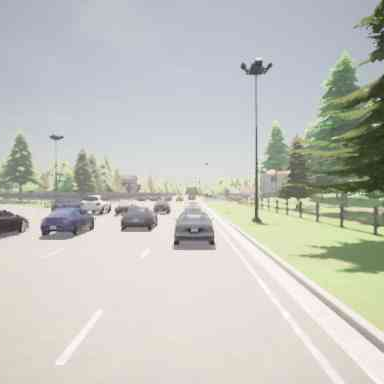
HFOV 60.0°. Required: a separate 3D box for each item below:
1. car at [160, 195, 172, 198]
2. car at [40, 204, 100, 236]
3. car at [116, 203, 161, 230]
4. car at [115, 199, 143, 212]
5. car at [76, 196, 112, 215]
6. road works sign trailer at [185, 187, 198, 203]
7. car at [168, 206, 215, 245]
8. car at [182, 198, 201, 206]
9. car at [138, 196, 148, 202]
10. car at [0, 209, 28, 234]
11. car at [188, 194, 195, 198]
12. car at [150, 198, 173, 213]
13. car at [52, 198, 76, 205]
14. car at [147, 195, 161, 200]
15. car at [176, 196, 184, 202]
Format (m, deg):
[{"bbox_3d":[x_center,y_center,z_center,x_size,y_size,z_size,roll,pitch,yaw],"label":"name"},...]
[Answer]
[{"bbox_3d":[-7.007,2.021,93.131,1.994,1.385,4.181,0,0,0],"label":"car"},{"bbox_3d":[-6.916,1.623,18.861,1.812,1.442,4.674,0,0,0],"label":"car"},{"bbox_3d":[-3.402,1.677,22.037,1.994,1.385,4.181,0,0,0],"label":"car"},{"bbox_3d":[-6.903,1.784,35.836,1.895,1.301,4.718,0,0,0],"label":"car"},{"bbox_3d":[-10.404,1.409,36.502,2.150,2.045,5.566,0,0,0],"label":"car"},{"bbox_3d":[-0.005,0.802,66.092,2.380,3.560,2.880,0,0,0],"label":"road works sign trailer"},{"bbox_3d":[0.099,1.630,16.116,2.033,1.411,5.357,0,0,0],"label":"car"},{"bbox_3d":[0.084,1.722,38.442,1.812,1.442,4.674,0,0,0],"label":"car"},{"bbox_3d":[-14.007,1.993,93.131,1.812,1.442,4.674,0,0,0],"label":"car"},{"bbox_3d":[-10.401,1.594,17.319,1.837,1.490,4.892,0,0,0],"label":"car"},{"bbox_3d":[-0.007,2.021,93.132,1.994,1.385,4.181,0,0,0],"label":"car"},{"bbox_3d":[-3.416,1.722,38.393,1.812,1.442,4.674,0,0,0],"label":"car"},{"bbox_3d":[-13.903,1.542,37.116,2.097,1.767,4.553,0,0,0],"label":"car"},{"bbox_3d":[-10.507,2.020,93.098,1.994,1.385,4.181,0,0,0],"label":"car"},{"bbox_3d":[-3.507,1.943,92.715,1.882,1.535,5.008,0,0,0],"label":"car"}]
